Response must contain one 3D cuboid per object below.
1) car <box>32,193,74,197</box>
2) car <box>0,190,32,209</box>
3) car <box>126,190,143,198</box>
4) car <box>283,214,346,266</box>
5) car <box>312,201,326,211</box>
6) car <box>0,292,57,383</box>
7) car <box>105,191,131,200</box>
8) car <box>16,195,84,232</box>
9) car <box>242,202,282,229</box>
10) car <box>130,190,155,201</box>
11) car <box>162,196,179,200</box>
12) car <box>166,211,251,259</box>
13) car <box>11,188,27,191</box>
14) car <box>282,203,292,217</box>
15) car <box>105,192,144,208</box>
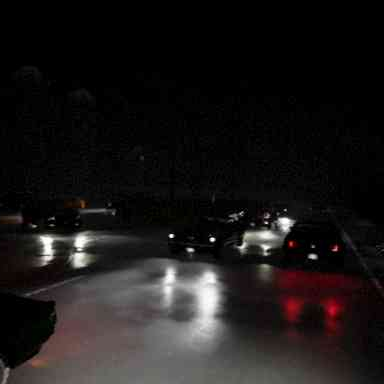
[{"bbox_3d":[-10.936,1.024,28.058,1.882,1.535,5.008,2,0,8],"label":"car"},{"bbox_3d":[-15.901,0.883,30.888,3.905,1.438,1.784,2,0,21],"label":"car"},{"bbox_3d":[-15.734,0.462,91.276,2.150,2.045,5.566,2,0,20],"label":"car"},{"bbox_3d":[4.562,1.737,12.415,1.895,1.301,4.718,2,0,21],"label":"car"},{"bbox_3d":[19.437,2.149,50.965,1.994,1.385,4.181,2,0,21],"label":"car"},{"bbox_3d":[-3.294,1.477,2.228,1.895,1.301,4.718,2,0,20],"label":"car"},{"bbox_3d":[-15.521,0.771,69.775,4.611,1.667,2.242,2,0,21],"label":"car"},{"bbox_3d":[-7.755,1.159,18.114,1.882,1.535,5.008,2,0,-41],"label":"car"},{"bbox_3d":[4.606,1.467,22.824,2.097,1.767,4.553,2,0,21],"label":"car"},{"bbox_3d":[-8.096,0.906,51.971,4.605,1.855,1.932,2,0,21],"label":"car"},{"bbox_3d":[-3.334,1.297,50.135,1.812,1.442,4.674,2,0,22],"label":"car"},{"bbox_3d":[0.747,1.599,12.870,1.895,1.301,4.718,2,0,21],"label":"car"},{"bbox_3d":[-24.092,0.346,47.140,3.866,1.878,1.905,2,0,21],"label":"car"},{"bbox_3d":[9.344,1.859,35.033,1.895,1.301,4.718,2,0,22],"label":"car"},{"bbox_3d":[-7.996,1.122,38.147,2.128,1.511,4.902,2,0,21],"label":"car"}]
